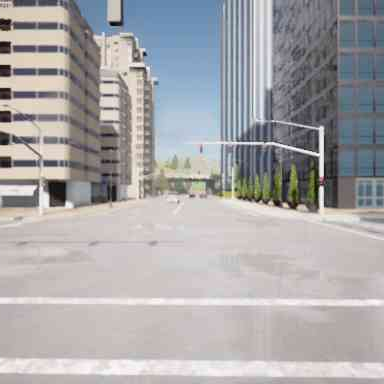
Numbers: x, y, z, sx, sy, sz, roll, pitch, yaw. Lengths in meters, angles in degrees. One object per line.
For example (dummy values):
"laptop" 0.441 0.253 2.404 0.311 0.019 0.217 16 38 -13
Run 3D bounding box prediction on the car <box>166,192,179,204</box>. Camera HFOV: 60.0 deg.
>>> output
"car" -3.498 1.045 61.660 2.150 2.045 5.566 0 0 1
